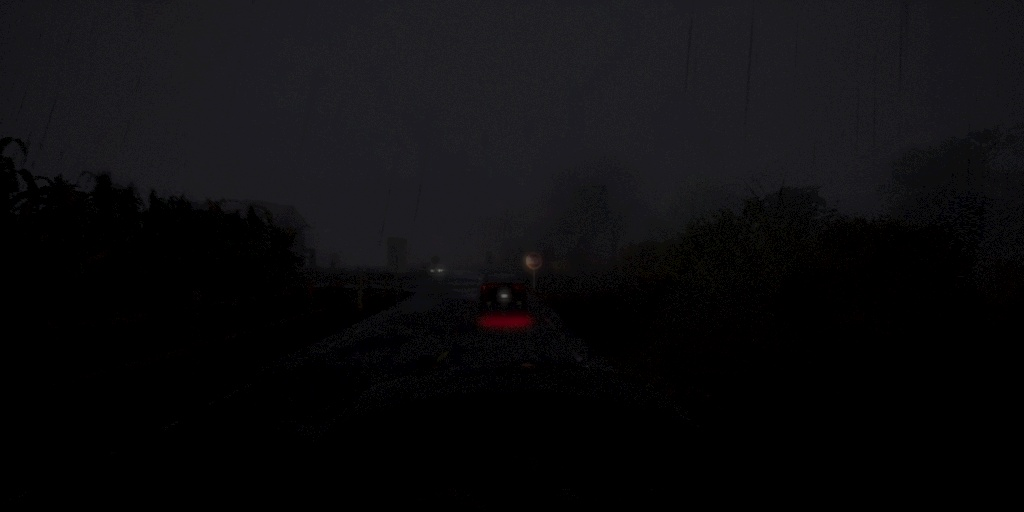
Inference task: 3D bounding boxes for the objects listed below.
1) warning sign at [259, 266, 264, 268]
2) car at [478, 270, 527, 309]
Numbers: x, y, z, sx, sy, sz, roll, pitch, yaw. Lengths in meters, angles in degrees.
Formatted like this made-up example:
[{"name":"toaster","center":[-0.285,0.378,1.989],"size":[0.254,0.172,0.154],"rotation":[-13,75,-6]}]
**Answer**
[{"name":"warning sign","center":[-22.857,1.170,32.407],"size":[1.060,1.860,1.300],"rotation":[0,0,-3]},{"name":"car","center":[-0.479,1.364,15.847],"size":[1.882,1.535,5.008],"rotation":[0,-1,-5]}]
